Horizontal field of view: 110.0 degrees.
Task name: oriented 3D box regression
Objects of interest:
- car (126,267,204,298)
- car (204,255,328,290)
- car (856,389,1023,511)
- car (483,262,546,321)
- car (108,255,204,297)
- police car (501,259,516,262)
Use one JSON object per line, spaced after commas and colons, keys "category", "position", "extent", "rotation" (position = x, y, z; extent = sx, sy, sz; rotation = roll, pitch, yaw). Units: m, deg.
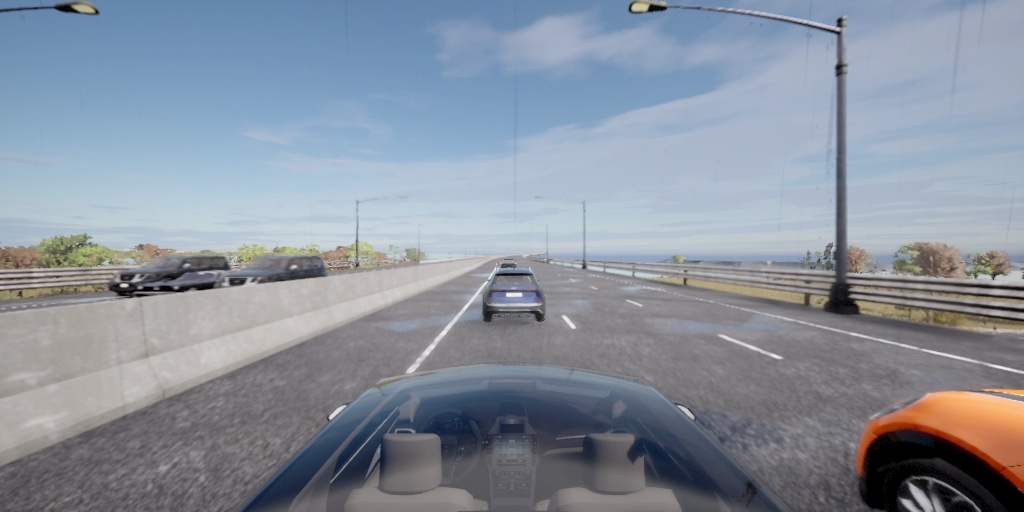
{"category": "car", "position": [-14.173, 1.354, 16.471], "extent": [1.895, 1.301, 4.718], "rotation": [0, 0, 0]}
{"category": "car", "position": [-10.674, 0.974, 16.545], "extent": [2.150, 2.045, 5.566], "rotation": [0, 0, 0]}
{"category": "car", "position": [3.590, 1.100, 0.724], "extent": [2.097, 1.767, 4.553], "rotation": [0, 0, 0]}
{"category": "car", "position": [0.053, 1.180, 12.529], "extent": [2.033, 1.649, 4.856], "rotation": [0, 0, 0]}
{"category": "car", "position": [-17.697, 0.976, 19.103], "extent": [2.150, 2.045, 5.566], "rotation": [0, 0, -1]}
{"category": "police car", "position": [-0.421, 1.160, 43.593], "extent": [1.930, 1.638, 5.238], "rotation": [0, 0, -1]}
